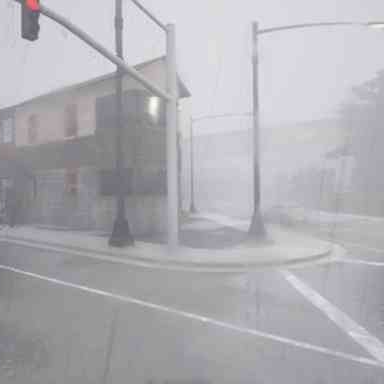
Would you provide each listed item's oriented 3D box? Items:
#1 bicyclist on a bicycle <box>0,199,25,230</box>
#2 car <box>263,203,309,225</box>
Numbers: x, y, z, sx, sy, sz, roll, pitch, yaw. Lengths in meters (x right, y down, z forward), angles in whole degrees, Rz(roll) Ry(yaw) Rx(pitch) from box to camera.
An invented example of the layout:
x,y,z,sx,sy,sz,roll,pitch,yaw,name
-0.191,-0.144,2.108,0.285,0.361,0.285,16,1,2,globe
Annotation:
x,y,z,sx,sy,sz,roll,pitch,yaw,name
-9.798,1.196,17.854,0.582,1.620,1.656,1,1,35,bicyclist on a bicycle
6.785,1.539,24.396,1.812,1.442,4.674,-1,0,-10,car
